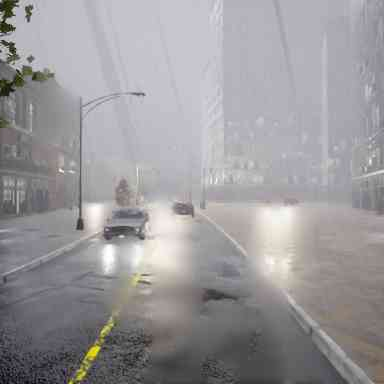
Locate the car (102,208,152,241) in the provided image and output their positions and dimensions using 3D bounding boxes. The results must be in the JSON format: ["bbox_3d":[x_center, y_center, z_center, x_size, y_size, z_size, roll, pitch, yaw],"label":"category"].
[{"bbox_3d":[-3.123,1.549,17.108,2.033,1.411,5.357,0,0,-2],"label":"car"}]

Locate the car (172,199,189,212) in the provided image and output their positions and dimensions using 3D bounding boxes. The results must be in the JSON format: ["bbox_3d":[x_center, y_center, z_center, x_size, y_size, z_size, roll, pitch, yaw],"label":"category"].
[{"bbox_3d":[-1.504,1.607,40.661,1.895,1.301,4.718,0,0,-4],"label":"car"}]

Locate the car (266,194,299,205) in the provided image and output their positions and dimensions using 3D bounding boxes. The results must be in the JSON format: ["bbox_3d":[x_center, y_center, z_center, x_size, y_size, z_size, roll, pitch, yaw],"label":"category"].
[{"bbox_3d":[13.939,1.201,51.523,5.009,1.841,2.192,0,-1,15],"label":"car"}]

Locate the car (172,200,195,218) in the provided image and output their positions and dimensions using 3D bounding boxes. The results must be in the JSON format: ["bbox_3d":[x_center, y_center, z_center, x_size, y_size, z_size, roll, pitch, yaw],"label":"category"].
[{"bbox_3d":[-0.821,1.483,30.786,1.882,1.535,5.008,0,0,-3],"label":"car"}]
